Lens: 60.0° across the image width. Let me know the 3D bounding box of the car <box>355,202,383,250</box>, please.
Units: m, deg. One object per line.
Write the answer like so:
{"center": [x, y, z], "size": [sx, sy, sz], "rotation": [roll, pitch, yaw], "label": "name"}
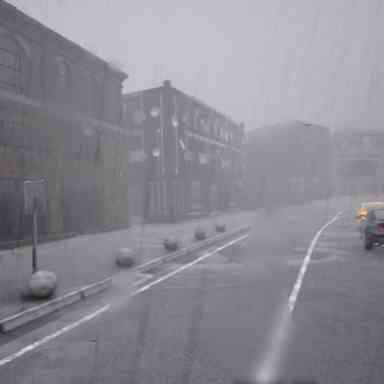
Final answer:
{"center": [7.748, 1.365, 13.204], "size": [1.837, 1.490, 4.892], "rotation": [-2, -1, 24], "label": "car"}
